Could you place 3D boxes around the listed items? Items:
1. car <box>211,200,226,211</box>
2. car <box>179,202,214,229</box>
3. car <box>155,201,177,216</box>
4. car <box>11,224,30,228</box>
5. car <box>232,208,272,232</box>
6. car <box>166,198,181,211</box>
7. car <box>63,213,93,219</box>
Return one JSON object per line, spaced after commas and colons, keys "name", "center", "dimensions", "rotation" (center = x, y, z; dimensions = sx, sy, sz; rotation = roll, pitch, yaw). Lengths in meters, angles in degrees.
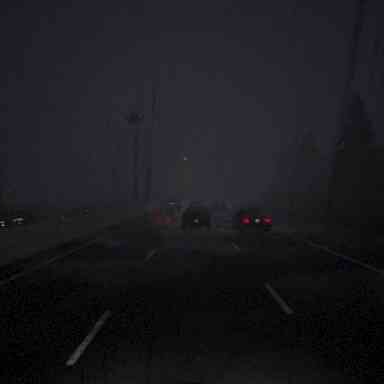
{"name": "car", "center": [4.022, 2.020, 50.290], "dimensions": [2.128, 1.511, 4.902], "rotation": [-1, -1, 2]}
{"name": "car", "center": [0.291, 1.761, 24.055], "dimensions": [1.882, 1.535, 5.008], "rotation": [-1, -1, 0]}
{"name": "car", "center": [-3.122, 2.127, 39.073], "dimensions": [1.895, 1.301, 4.718], "rotation": [-1, -1, 0]}
{"name": "car", "center": [-13.885, 2.067, 25.606], "dimensions": [1.837, 1.490, 4.892], "rotation": [-1, -1, 0]}
{"name": "car", "center": [3.780, 1.738, 21.680], "dimensions": [2.033, 1.411, 5.357], "rotation": [-1, -1, 0]}
{"name": "car", "center": [-3.006, 1.899, 51.960], "dimensions": [2.150, 2.045, 5.566], "rotation": [-1, -1, 1]}
{"name": "car", "center": [-10.332, 2.111, 31.149], "dimensions": [2.033, 1.411, 5.357], "rotation": [-1, -1, 1]}
